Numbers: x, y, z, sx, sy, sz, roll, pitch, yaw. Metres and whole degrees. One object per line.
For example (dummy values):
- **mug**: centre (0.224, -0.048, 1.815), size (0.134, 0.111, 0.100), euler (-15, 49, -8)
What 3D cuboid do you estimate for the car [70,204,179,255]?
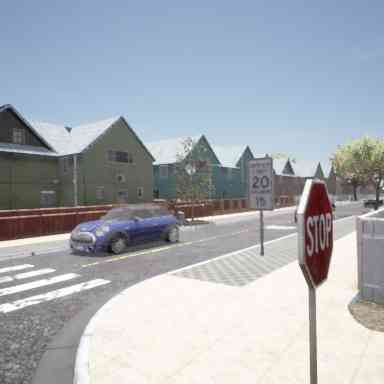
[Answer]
- **car**: centre (-2.588, 1.349, 13.438), size (2.097, 1.767, 4.553), euler (-2, -1, 37)

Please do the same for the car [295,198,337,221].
- **car**: centre (8.911, 1.363, 23.865), size (1.994, 1.385, 4.181), euler (-2, -1, 37)

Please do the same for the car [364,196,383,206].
- **car**: centre (24.519, 1.248, 44.703), size (1.895, 1.301, 4.718), euler (-2, -1, 37)
